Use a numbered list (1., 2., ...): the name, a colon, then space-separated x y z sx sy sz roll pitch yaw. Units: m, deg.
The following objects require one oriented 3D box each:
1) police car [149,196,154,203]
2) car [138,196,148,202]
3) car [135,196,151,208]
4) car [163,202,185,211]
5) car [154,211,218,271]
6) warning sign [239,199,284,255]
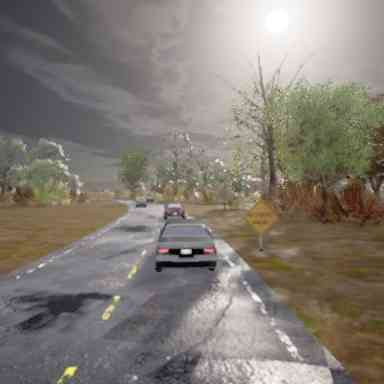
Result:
1. police car: -10.496 1.868 81.125 1.930 1.638 5.238 0 0 -16
2. car: -13.353 1.974 90.676 1.882 1.535 5.008 0 0 -18
3. car: -8.128 1.841 53.415 2.033 1.411 5.357 0 0 -10
4. car: -1.687 1.692 30.857 1.812 1.442 4.674 0 0 -6
5. car: -0.242 1.608 11.149 2.033 1.411 5.357 0 0 -2
6. warning sign: 2.385 1.176 11.577 1.300 1.860 1.060 0 0 -2
